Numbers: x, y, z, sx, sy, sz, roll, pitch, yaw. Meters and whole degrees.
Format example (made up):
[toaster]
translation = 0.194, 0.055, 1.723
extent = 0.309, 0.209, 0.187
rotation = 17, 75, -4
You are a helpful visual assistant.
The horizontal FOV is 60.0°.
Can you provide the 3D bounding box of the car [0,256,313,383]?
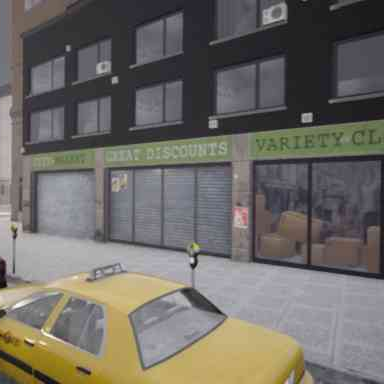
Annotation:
[car]
translation = -1.176, 1.523, 3.921
extent = 4.829, 1.417, 1.752
rotation = 0, 1, 35
